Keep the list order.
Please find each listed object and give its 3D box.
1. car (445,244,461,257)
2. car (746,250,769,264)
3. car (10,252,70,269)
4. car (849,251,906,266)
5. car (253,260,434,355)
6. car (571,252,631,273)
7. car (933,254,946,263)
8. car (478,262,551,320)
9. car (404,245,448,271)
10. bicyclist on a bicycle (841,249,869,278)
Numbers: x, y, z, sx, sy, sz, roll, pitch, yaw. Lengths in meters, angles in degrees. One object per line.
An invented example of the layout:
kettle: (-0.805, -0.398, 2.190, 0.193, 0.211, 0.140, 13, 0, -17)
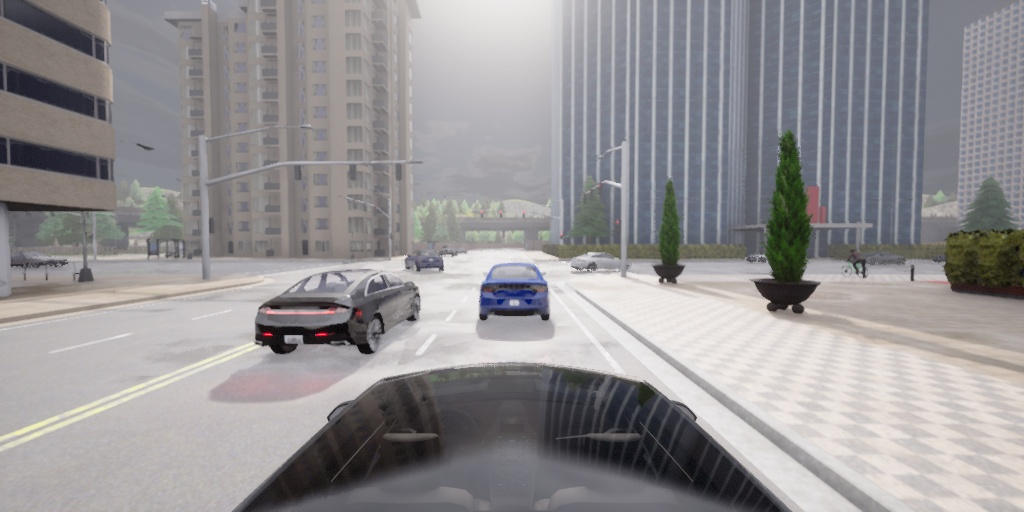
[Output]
car: (-10.537, -0.910, 59.862, 2.150, 2.045, 5.566, 0, 2, 1)
car: (27.871, 0.083, 38.612, 4.674, 1.442, 1.812, 0, 2, -1)
car: (-41.554, 0.359, 30.749, 5.357, 1.411, 2.033, 0, 2, 0)
car: (35.799, 0.231, 35.187, 4.181, 1.385, 1.994, 0, 2, 0)
car: (-3.444, 1.034, 8.105, 2.128, 1.511, 4.902, 0, 2, 0)
car: (6.759, 0.448, 27.314, 4.674, 1.442, 1.812, -1, 1, -19)
car: (48.499, 0.084, 38.728, 4.674, 1.442, 1.812, 0, 2, 0)
car: (0.074, 0.923, 11.143, 1.882, 1.535, 5.008, 0, 1, 0)
car: (-7.032, 0.245, 28.235, 2.097, 1.767, 4.553, -1, 2, -30)
bicyclist on a bicycle: (19.640, 0.441, 20.552, 0.582, 1.620, 1.656, 0, 2, -1)
